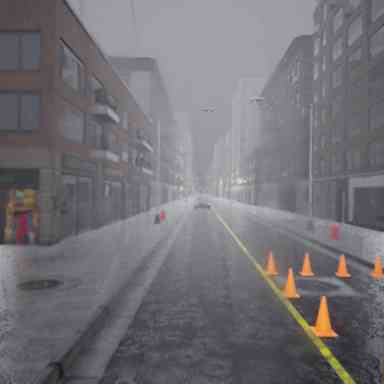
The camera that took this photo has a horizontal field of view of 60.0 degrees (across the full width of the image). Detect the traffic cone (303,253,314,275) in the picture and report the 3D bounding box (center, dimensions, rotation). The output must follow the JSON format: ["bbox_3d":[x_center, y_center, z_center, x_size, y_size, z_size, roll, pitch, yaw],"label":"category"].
[{"bbox_3d":[3.254,2.029,9.440,0.340,0.580,0.340,1,0,1],"label":"traffic cone"}]

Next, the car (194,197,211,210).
[{"bbox_3d":[1.385,1.477,44.482,2.097,1.767,4.553,1,0,1],"label":"car"}]

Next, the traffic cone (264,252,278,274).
[{"bbox_3d":[2.255,2.013,9.464,0.340,0.580,0.340,1,0,1],"label":"traffic cone"}]

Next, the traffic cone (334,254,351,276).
[{"bbox_3d":[4.254,2.045,9.416,0.340,0.580,0.340,1,0,1],"label":"traffic cone"}]

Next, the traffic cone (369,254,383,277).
[{"bbox_3d":[5.253,2.060,9.392,0.340,0.580,0.340,1,0,1],"label":"traffic cone"}]

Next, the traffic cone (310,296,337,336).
[{"bbox_3d":[2.158,2.002,5.465,0.340,0.580,0.340,1,0,1],"label":"traffic cone"}]

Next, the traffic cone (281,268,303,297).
[{"bbox_3d":[2.206,2.008,7.465,0.340,0.580,0.340,1,0,1],"label":"traffic cone"}]
